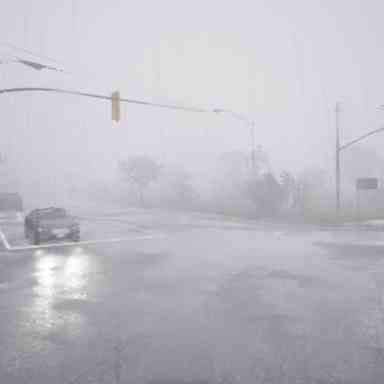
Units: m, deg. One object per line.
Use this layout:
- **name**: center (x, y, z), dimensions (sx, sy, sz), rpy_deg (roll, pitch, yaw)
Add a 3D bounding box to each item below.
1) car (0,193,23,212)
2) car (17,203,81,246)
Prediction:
- **car**: center (-20.236, 1.111, 37.056), dimensions (2.150, 2.045, 5.566), rpy_deg (0, 1, -32)
- **car**: center (-6.535, 1.479, 15.363), dimensions (2.128, 1.511, 4.902), rpy_deg (0, 0, -32)
